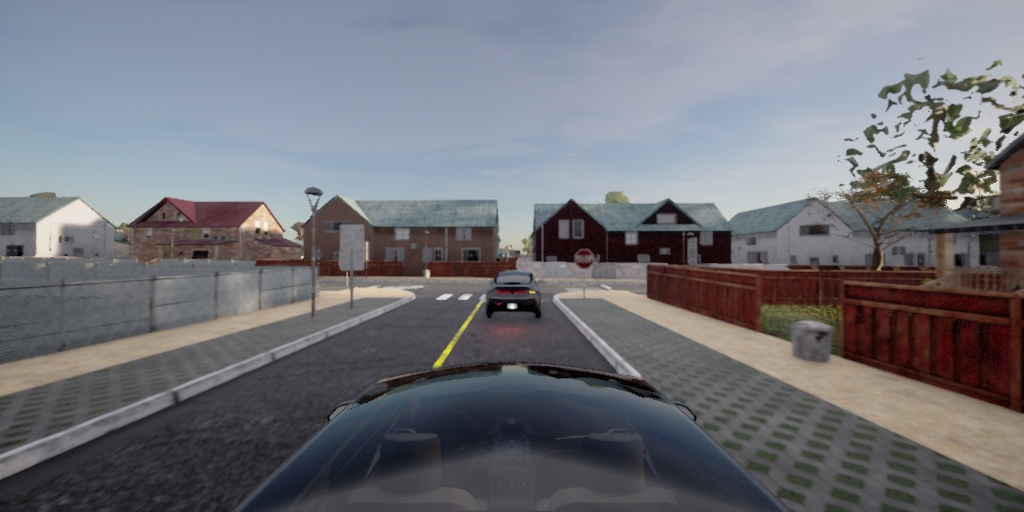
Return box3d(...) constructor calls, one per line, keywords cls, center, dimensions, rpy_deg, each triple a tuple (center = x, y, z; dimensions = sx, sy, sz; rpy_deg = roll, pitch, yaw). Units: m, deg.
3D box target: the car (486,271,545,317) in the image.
box3d(cls="car", center=(0.152, 1.292, 13.356), dimensions=(1.837, 1.490, 4.892), rpy_deg=(0, 0, 4))
